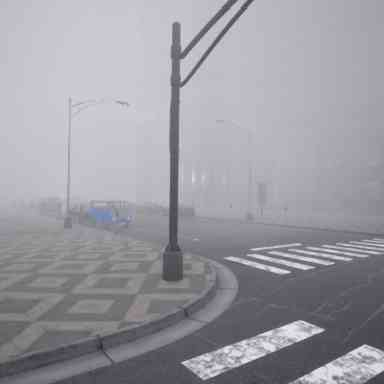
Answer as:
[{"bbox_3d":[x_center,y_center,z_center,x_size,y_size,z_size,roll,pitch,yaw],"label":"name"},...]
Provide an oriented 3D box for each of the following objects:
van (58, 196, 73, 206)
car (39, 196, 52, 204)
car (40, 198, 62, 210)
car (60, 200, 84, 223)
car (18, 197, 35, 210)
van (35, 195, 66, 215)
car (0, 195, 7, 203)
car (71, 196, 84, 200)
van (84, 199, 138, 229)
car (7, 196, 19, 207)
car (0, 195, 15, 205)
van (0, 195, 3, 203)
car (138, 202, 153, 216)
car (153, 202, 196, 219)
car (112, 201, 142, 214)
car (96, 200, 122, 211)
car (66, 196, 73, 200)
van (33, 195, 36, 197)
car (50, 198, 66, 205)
[{"bbox_3d":[-23.777,1.655,62.254,1.690,1.788,3.998,1,-1,-35],"label":"van"},{"bbox_3d":[-33.346,1.818,75.791,1.967,1.590,4.097,1,-1,-35],"label":"car"},{"bbox_3d":[-19.712,1.658,46.500,1.837,1.490,4.892,1,-1,-35],"label":"car"},{"bbox_3d":[-8.454,1.559,25.747,1.887,1.381,4.507,1,-1,-35],"label":"car"},{"bbox_3d":[-21.202,1.681,43.799,1.802,1.307,4.206,1,-1,-35],"label":"car"},{"bbox_3d":[-14.826,1.397,34.775,1.690,1.788,3.998,1,-1,-35],"label":"van"},{"bbox_3d":[-43.508,1.565,75.393,2.192,1.841,5.009,1,-1,-35],"label":"car"},{"bbox_3d":[-17.401,1.816,53.228,1.887,1.381,4.507,1,-1,-35],"label":"car"},{"bbox_3d":[-5.264,1.335,21.236,1.690,1.788,3.998,1,-1,-35],"label":"van"},{"bbox_3d":[-27.576,1.692,52.825,2.008,1.369,4.403,1,-1,-35],"label":"car"},{"bbox_3d":[-37.038,1.731,66.226,1.752,1.417,4.829,1,-1,-35],"label":"car"},{"bbox_3d":[-46.696,1.613,79.905,1.690,1.788,3.998,1,-1,-35],"label":"van"},{"bbox_3d":[-4.645,1.731,35.179,1.887,1.381,4.507,1,-1,-35],"label":"car"},{"bbox_3d":[-1.456,1.710,30.667,1.887,1.381,4.507,1,-1,-35],"label":"car"},{"bbox_3d":[-7.834,1.752,39.691,1.887,1.381,4.507,1,-1,-35],"label":"car"},{"bbox_3d":[-11.121,1.754,44.342,1.752,1.417,4.829,1,-1,-35],"label":"car"},{"bbox_3d":[-20.588,1.607,57.743,2.192,1.841,5.009,1,-1,-35],"label":"car"},{"bbox_3d":[-36.533,1.741,80.303,1.690,1.788,3.998,1,-1,-35],"label":"van"},{"bbox_3d":[-26.969,1.886,66.765,2.008,1.369,4.403,1,-1,-35],"label":"car"}]
